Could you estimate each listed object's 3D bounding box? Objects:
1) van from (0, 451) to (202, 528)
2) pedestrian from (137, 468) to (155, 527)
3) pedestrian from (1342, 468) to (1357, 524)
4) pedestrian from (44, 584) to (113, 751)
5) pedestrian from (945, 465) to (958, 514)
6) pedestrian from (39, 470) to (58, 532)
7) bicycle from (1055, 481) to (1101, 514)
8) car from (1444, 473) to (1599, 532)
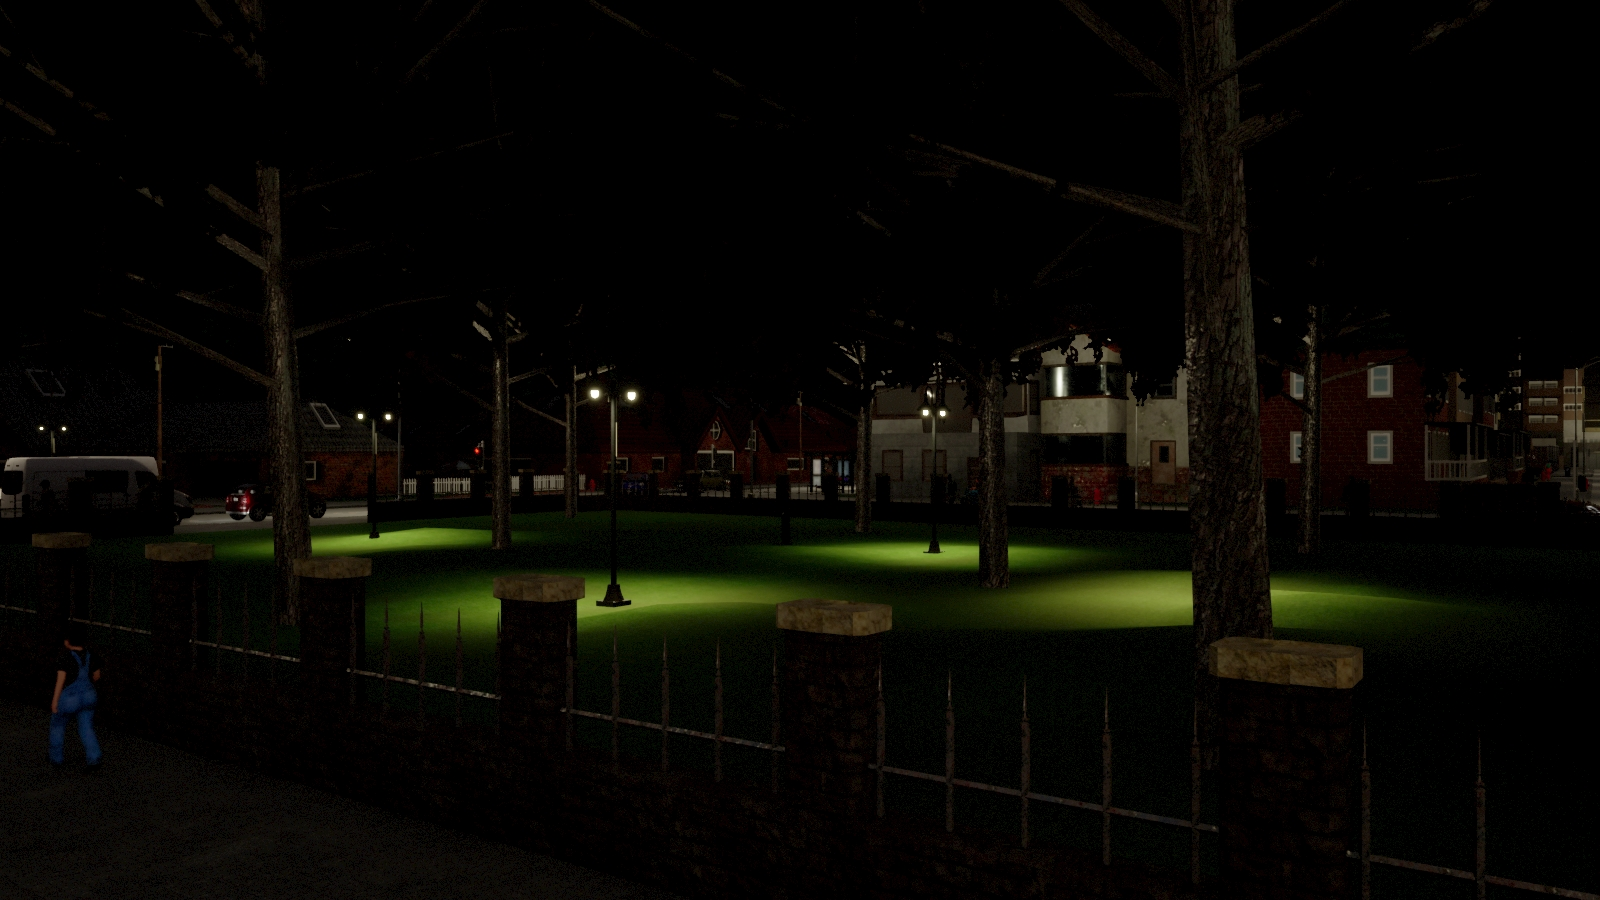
[{"bbox_3d":[-24.847,1.314,40.778,1.988,2.561,5.915,0,0,36],"label":"van"},{"bbox_3d":[-21.018,1.525,36.741,0.375,1.860,0.375,0,0,35],"label":"pedestrian"},{"bbox_3d":[18.314,1.525,38.096,0.375,1.860,0.375,0,0,13],"label":"pedestrian"},{"bbox_3d":[-6.060,1.805,9.593,0.375,1.300,0.375,0,0,35],"label":"pedestrian"},{"bbox_3d":[5.862,1.524,44.101,0.375,1.860,0.375,0,0,32],"label":"pedestrian"},{"bbox_3d":[-22.695,1.525,34.489,0.375,1.860,0.375,0,0,37],"label":"pedestrian"},{"bbox_3d":[11.381,1.940,46.786,1.835,1.271,0.329,0,0,35],"label":"bicycle"},{"bbox_3d":[24.086,1.685,37.897,4.553,1.767,2.097,0,0,35],"label":"car"}]
